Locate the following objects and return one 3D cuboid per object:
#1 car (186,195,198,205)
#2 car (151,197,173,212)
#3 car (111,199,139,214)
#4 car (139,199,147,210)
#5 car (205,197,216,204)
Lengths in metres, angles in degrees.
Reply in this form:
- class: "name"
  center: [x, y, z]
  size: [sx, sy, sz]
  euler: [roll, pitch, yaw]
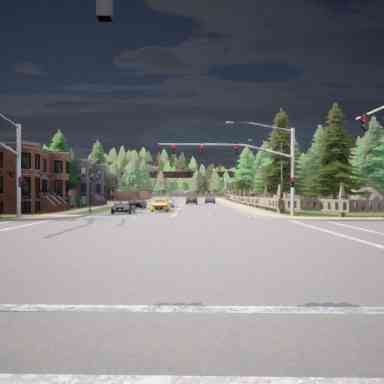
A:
- class: "car"
  center: [-0.052, 1.352, 60.203]
  size: [2.097, 1.767, 4.553]
  euler: [0, 0, 0]
- class: "car"
  center: [-3.627, 1.478, 38.810]
  size: [1.882, 1.535, 5.008]
  euler: [0, 0, 0]
- class: "car"
  center: [-7.127, 1.564, 34.835]
  size: [1.994, 1.385, 4.181]
  euler: [0, 0, 0]
- class: "car"
  center: [-7.124, 1.601, 43.615]
  size: [1.895, 1.301, 4.718]
  euler: [0, 0, 0]
- class: "car"
  center: [3.545, 1.564, 65.183]
  size: [1.994, 1.385, 4.181]
  euler: [0, 0, 0]
